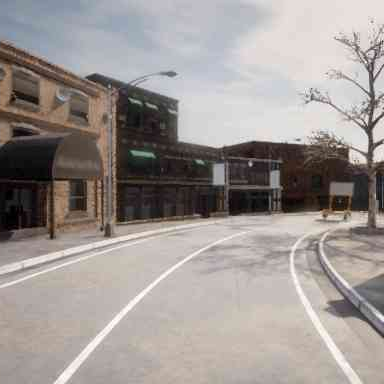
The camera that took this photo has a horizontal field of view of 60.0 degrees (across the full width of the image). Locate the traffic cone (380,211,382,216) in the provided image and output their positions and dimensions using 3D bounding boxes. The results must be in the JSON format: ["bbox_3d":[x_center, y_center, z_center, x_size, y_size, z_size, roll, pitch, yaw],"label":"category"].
[{"bbox_3d":[21.952,2.543,38.687,0.340,0.580,0.340,1,0,-35],"label":"traffic cone"}]

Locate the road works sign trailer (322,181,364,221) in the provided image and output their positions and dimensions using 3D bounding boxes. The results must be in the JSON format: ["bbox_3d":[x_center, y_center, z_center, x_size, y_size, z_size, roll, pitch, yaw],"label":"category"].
[{"bbox_3d":[14.042,0.781,31.212,2.880,3.560,2.380,9,-3,-37],"label":"road works sign trailer"}]
